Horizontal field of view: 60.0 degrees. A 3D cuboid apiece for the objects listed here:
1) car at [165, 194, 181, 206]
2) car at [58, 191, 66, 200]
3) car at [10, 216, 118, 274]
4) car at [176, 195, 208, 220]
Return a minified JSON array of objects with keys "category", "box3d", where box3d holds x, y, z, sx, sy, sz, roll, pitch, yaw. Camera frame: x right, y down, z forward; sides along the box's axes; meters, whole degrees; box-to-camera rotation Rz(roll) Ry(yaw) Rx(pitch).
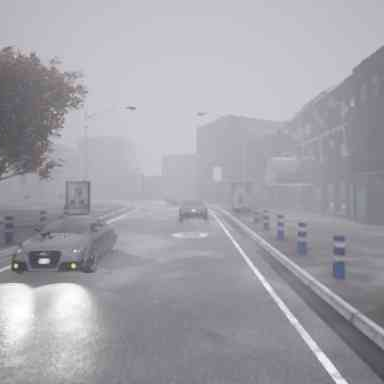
[{"category":"car","box3d":[-2.005,0.927,41.602,1.994,1.385,4.181,0,1,-20]},{"category":"car","box3d":[-18.892,0.602,52.942,4.902,1.511,2.128,1,0,16]},{"category":"car","box3d":[-3.603,1.459,10.104,1.994,1.385,4.181,0,1,0]},{"category":"car","box3d":[0.093,1.179,24.179,1.994,1.385,4.181,0,1,0]}]
